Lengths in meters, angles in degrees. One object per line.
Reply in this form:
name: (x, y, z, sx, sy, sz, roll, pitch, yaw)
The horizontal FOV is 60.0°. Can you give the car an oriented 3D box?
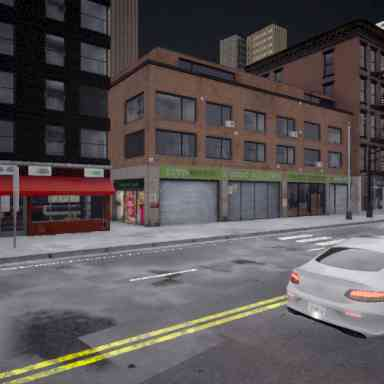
car: (3.719, 1.526, 6.094, 4.674, 1.442, 1.812, 0, 0, -34)
